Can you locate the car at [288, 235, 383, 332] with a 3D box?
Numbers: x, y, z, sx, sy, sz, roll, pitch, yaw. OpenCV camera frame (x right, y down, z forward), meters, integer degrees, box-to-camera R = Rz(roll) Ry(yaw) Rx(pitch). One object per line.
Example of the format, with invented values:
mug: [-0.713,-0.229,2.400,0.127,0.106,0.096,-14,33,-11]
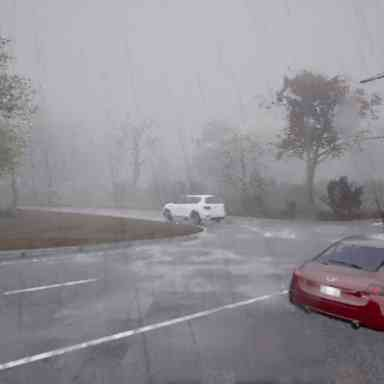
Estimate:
car: [3.803,1.575,6.659,4.181,1.385,1.994,0,0,-39]

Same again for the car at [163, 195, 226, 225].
car: [0.058,1.243,24.866,2.150,2.045,5.566,0,0,-40]
